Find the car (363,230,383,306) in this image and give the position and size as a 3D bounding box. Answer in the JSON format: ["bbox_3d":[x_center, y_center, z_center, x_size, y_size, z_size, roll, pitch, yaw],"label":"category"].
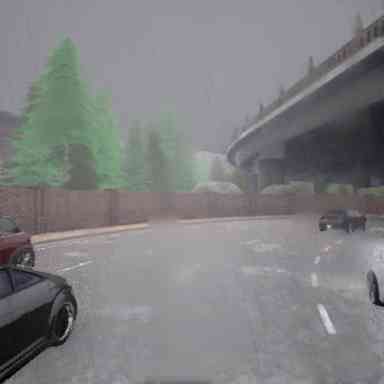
[{"bbox_3d":[4.370,1.630,5.277,1.812,1.442,4.674,0,-1,11],"label":"car"}]

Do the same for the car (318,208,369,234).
[{"bbox_3d":[9.986,1.847,21.835,1.837,1.490,4.892,-1,-1,45],"label":"car"}]

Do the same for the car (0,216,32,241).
[{"bbox_3d":[-5.848,1.372,7.586,2.097,1.767,4.553,1,-1,14],"label":"car"}]

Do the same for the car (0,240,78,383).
[{"bbox_3d":[-3.040,1.573,3.753,1.994,1.385,4.181,0,-1,8],"label":"car"}]
